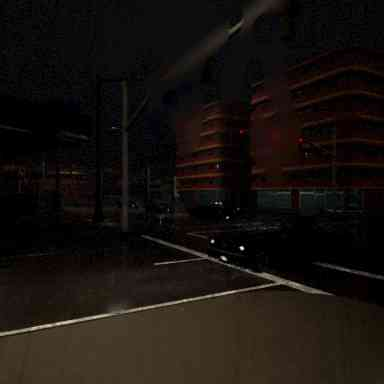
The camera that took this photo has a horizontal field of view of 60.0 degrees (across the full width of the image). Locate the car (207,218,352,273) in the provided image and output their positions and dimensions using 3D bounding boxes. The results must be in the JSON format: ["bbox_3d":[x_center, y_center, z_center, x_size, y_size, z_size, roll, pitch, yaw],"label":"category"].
[{"bbox_3d":[2.848,1.601,10.667,4.718,1.301,1.895,0,0,-30],"label":"car"}]

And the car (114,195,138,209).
[{"bbox_3d":[-8.694,1.505,44.165,1.837,1.490,4.892,0,0,-31],"label":"car"}]

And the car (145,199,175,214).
[{"bbox_3d":[-3.556,1.526,35.445,1.812,1.442,4.674,0,0,-30],"label":"car"}]

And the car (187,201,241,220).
[{"bbox_3d":[1.543,1.601,26.803,1.895,1.301,4.718,0,0,-31],"label":"car"}]

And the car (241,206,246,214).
[{"bbox_3d":[2.903,1.547,31.525,2.033,1.411,5.357,0,0,-27],"label":"car"}]
